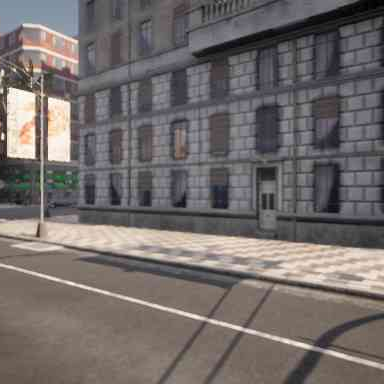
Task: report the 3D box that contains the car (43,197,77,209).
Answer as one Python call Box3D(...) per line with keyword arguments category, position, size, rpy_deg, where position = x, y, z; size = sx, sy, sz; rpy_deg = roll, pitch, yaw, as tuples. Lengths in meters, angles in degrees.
Box3D(category="car", position=(-17.892, 1.454, 44.849), size=(2.128, 1.511, 4.902), rpy_deg=(0, 0, 36))
